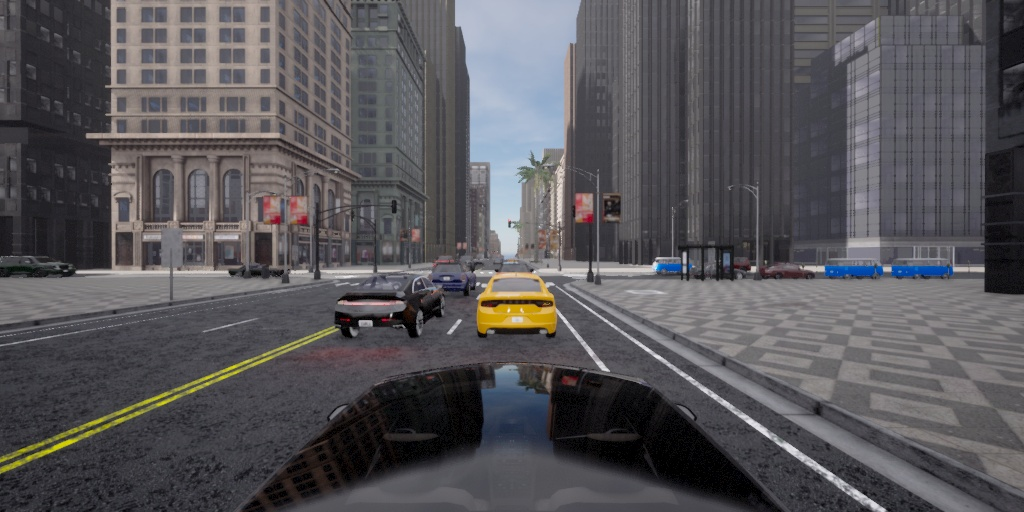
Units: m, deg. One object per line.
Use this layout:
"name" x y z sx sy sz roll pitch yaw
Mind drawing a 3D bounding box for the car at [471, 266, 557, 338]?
"car" 0.109 1.227 10.241 1.882 1.535 5.008 0 0 0

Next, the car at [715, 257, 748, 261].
"car" 22.791 1.033 38.381 5.009 1.841 2.192 0 0 0

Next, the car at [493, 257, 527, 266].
"car" 0.123 1.101 19.315 2.097 1.767 4.553 0 0 0

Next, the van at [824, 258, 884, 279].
"van" 28.462 1.080 29.850 3.998 1.789 1.690 0 0 0

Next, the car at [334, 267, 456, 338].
"car" -3.140 1.241 10.151 2.128 1.511 4.902 0 0 0

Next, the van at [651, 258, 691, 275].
"van" 17.114 1.063 38.386 3.998 1.789 1.690 0 0 0

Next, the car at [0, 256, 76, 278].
"car" -43.511 1.018 32.745 5.566 2.045 2.150 0 0 0

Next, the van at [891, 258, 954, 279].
"van" 34.139 1.078 29.845 3.998 1.789 1.690 0 0 0

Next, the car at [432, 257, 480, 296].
"car" -3.127 1.101 19.290 2.097 1.767 4.553 0 0 0

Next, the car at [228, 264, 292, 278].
"car" -22.809 1.373 32.612 4.718 1.301 1.895 0 0 0

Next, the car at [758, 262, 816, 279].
"car" 22.785 1.325 29.856 4.207 1.307 1.802 0 0 0

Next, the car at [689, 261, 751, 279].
"car" 17.107 1.297 29.861 4.403 1.370 2.007 0 0 0
